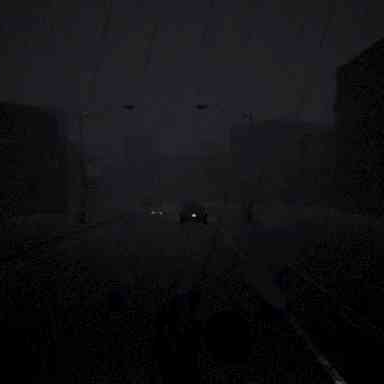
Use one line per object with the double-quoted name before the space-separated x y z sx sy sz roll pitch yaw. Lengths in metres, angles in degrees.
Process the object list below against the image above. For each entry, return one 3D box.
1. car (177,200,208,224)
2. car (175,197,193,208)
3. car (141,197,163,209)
"car" 0.133 1.544 24.367 1.994 1.385 4.181 0 0 0
"car" -0.892 1.315 42.125 1.882 1.535 5.008 0 1 -11
"car" -5.345 1.367 44.233 2.128 1.511 4.902 -1 1 -24
